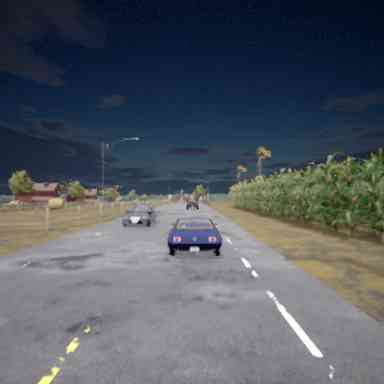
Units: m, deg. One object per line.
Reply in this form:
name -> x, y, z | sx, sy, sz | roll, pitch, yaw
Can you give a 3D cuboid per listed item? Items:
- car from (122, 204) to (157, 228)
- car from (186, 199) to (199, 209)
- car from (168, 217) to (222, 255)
car -> -3.594, 1.605, 23.463 | 2.128, 1.511, 4.902 | 0, 0, 0
car -> 0.087, 1.939, 52.382 | 1.837, 1.490, 4.892 | 0, -1, 0
car -> 0.096, 1.661, 13.542 | 1.895, 1.301, 4.718 | 0, 0, 0
